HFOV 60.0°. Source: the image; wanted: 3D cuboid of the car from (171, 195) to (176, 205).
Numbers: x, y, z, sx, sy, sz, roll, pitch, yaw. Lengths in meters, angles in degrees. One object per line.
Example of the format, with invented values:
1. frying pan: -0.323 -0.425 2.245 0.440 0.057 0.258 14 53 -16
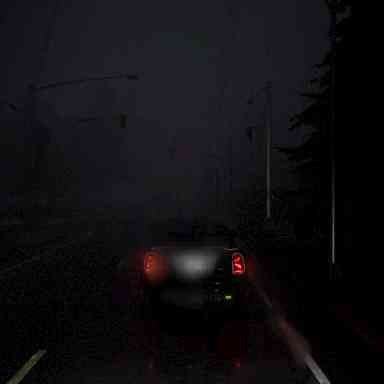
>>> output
1. car: -4.051 1.475 53.995 1.837 1.490 4.892 0 0 0

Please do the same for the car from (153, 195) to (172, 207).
1. car: -3.986 1.496 43.622 1.812 1.442 4.674 0 0 0

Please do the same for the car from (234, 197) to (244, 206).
1. car: 8.915 1.144 48.761 4.605 1.855 1.932 0 0 -1

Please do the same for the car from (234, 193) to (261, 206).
1. car: 8.504 1.146 51.272 3.866 1.878 1.905 0 0 -1

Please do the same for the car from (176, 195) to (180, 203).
1. car: -4.114 1.322 66.397 2.097 1.767 4.553 0 0 0

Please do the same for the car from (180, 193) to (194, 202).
1. car: -0.841 1.555 73.411 1.895 1.301 4.718 0 0 -7

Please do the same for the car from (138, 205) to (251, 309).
1. car: 0.072 1.352 8.047 2.097 1.767 4.553 0 0 1
